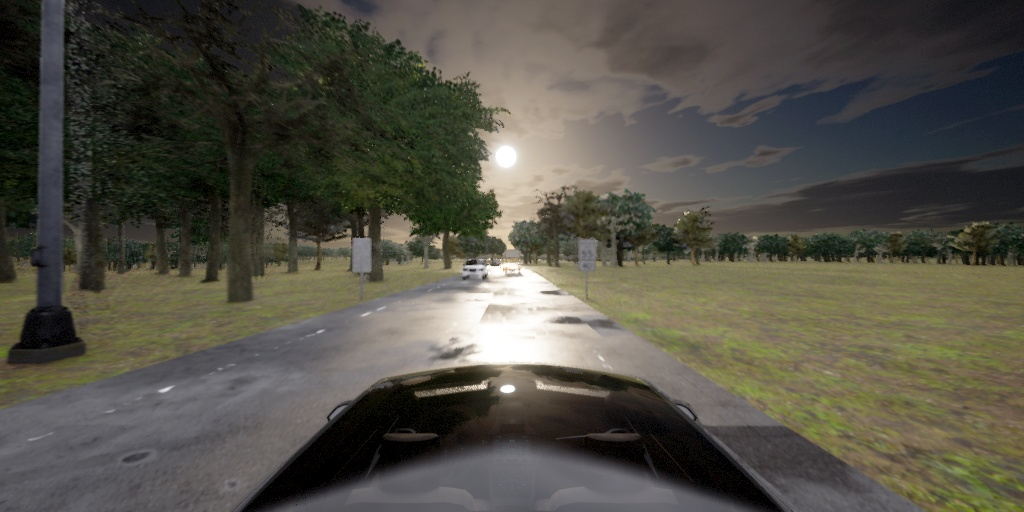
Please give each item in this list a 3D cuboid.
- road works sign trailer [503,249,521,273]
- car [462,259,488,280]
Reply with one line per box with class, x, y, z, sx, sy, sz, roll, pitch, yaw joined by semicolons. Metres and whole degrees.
road works sign trailer;0.093;0.700;54.451;2.380;3.560;2.880;0;0;0
car;-3.583;1.283;35.588;2.150;2.045;5.566;0;-1;0
